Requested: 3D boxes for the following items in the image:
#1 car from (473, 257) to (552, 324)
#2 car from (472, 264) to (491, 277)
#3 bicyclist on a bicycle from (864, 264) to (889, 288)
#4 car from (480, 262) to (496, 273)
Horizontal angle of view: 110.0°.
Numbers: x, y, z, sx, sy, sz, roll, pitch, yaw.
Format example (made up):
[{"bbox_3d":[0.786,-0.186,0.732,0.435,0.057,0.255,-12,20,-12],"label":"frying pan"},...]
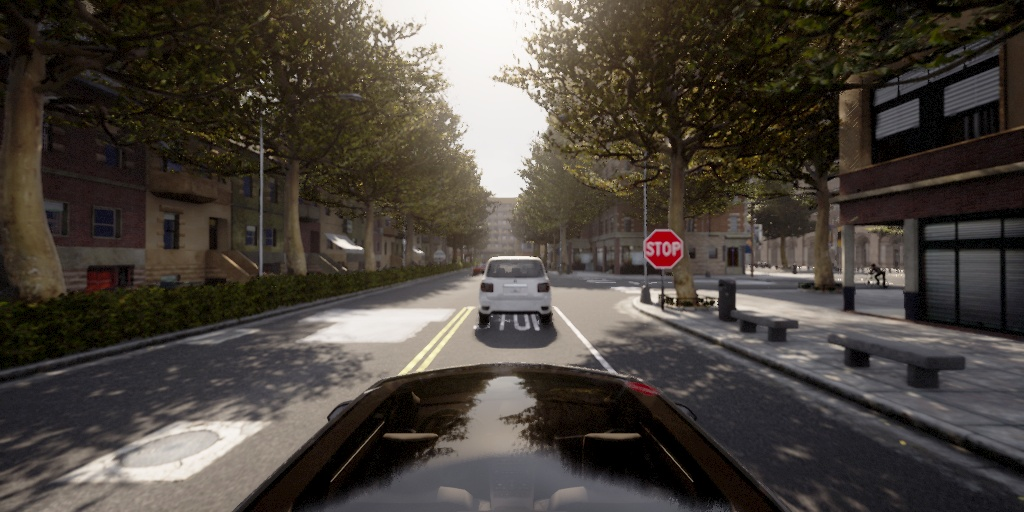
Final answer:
[{"bbox_3d":[0.095,1.050,12.430,2.150,2.045,5.566,0,0,0],"label":"car"},{"bbox_3d":[-3.547,1.648,42.221,1.895,1.301,4.718,0,0,0],"label":"car"},{"bbox_3d":[24.776,1.370,24.398,0.582,1.620,1.656,0,-1,-1],"label":"bicyclist on a bicycle"},{"bbox_3d":[-3.563,1.620,53.583,2.128,1.511,4.902,0,0,0],"label":"car"}]
